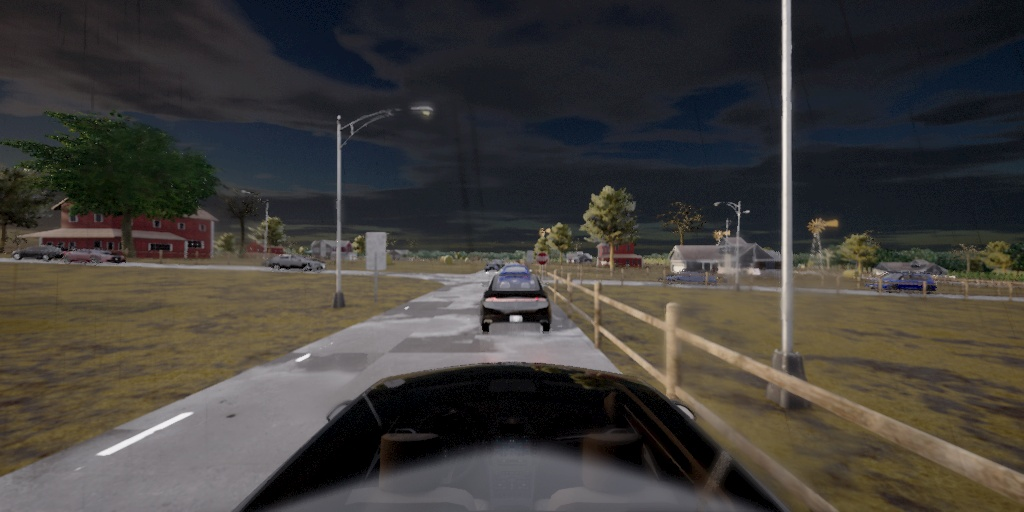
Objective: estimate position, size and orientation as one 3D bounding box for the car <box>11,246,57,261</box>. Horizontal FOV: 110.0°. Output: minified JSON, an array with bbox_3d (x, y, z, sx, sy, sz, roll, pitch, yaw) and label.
[{"bbox_3d":[-46.806,-0.284,35.867,4.892,1.490,1.837,2,0,0],"label":"car"}]

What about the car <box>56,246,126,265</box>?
[{"bbox_3d":[-38.357,0.059,32.982,4.181,1.385,1.994,2,0,0],"label":"car"}]

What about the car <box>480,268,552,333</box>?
[{"bbox_3d":[0.098,1.274,10.922,2.128,1.511,4.902,0,0,0],"label":"car"}]

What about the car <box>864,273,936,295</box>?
[{"bbox_3d":[38.805,2.723,35.904,5.566,2.045,2.150,2,0,0],"label":"car"}]

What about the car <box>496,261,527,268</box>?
[{"bbox_3d":[0.283,1.317,23.456,1.882,1.535,5.008,0,0,3],"label":"car"}]

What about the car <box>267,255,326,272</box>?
[{"bbox_3d":[-19.730,0.666,32.970,4.902,1.511,2.128,2,0,0],"label":"car"}]

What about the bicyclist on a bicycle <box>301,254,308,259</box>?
[{"bbox_3d":[-22.581,0.563,38.957,0.582,1.620,1.656,2,0,0],"label":"bicyclist on a bicycle"}]

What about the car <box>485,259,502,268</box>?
[{"bbox_3d":[-2.790,1.539,51.119,1.994,1.385,4.181,0,0,0],"label":"car"}]

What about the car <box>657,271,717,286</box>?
[{"bbox_3d":[17.494,2.179,35.921,5.357,1.411,2.033,2,0,0],"label":"car"}]
